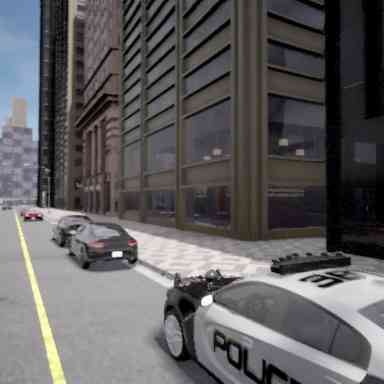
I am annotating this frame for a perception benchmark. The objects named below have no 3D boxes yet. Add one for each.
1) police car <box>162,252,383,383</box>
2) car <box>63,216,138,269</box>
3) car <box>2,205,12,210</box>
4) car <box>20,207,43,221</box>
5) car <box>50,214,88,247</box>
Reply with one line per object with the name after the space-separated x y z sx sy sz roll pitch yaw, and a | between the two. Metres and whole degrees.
1.255 1.534 3.835 1.930 1.638 5.238 1 -2 -28 | police car
-3.457 1.853 12.525 1.812 1.442 4.674 1 -2 -28 | car
-45.482 3.805 81.857 1.994 1.385 4.181 1 -2 -28 | car
-17.985 2.574 37.527 1.895 1.301 4.718 1 -2 -28 | car
-6.317 1.966 17.799 1.837 1.490 4.892 1 -2 -28 | car
